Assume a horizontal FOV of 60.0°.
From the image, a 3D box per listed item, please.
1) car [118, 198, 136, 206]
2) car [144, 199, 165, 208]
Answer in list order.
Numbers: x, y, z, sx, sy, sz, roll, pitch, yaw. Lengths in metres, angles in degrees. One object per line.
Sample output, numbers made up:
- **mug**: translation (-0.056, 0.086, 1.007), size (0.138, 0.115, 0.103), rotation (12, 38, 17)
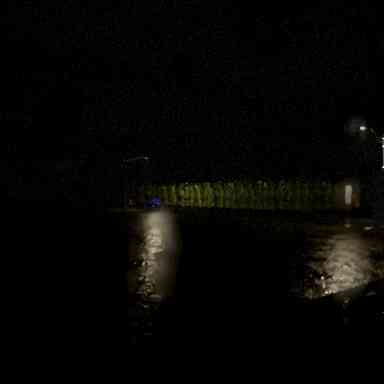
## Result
- **car**: translation (-12.162, 1.865, 61.858), size (1.837, 1.490, 4.892), rotation (0, 0, -36)
- **car**: translation (-6.085, 1.846, 53.663), size (1.812, 1.442, 4.674), rotation (0, 0, -36)
